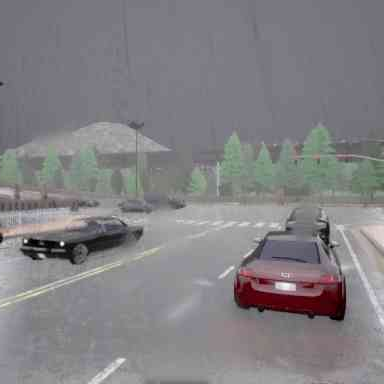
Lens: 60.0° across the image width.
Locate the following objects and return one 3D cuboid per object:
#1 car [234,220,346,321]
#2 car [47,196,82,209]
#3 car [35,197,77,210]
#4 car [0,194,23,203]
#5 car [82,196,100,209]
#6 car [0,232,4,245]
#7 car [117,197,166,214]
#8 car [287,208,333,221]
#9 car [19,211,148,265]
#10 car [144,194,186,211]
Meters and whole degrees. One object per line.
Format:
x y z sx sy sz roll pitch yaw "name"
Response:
2.288 1.564 7.492 1.994 1.385 4.181 0 0 21 "car"
-15.792 1.483 38.585 4.902 1.511 2.128 0 0 20 "car"
-17.541 1.472 42.936 4.902 1.511 2.128 0 0 20 "car"
-27.159 1.130 50.136 4.674 1.442 1.812 3 1 20 "car"
-14.983 1.342 45.735 4.553 1.767 2.097 0 0 20 "car"
-8.309 1.601 9.876 1.895 1.301 4.718 0 0 22 "car"
-5.286 1.564 34.805 4.181 1.385 1.994 0 0 20 "car"
5.537 1.491 15.787 2.128 1.511 4.902 0 0 22 "car"
-3.690 1.601 12.014 1.895 1.301 4.718 0 0 22 "car"
-3.546 1.223 41.619 5.566 2.045 2.150 0 0 20 "car"
